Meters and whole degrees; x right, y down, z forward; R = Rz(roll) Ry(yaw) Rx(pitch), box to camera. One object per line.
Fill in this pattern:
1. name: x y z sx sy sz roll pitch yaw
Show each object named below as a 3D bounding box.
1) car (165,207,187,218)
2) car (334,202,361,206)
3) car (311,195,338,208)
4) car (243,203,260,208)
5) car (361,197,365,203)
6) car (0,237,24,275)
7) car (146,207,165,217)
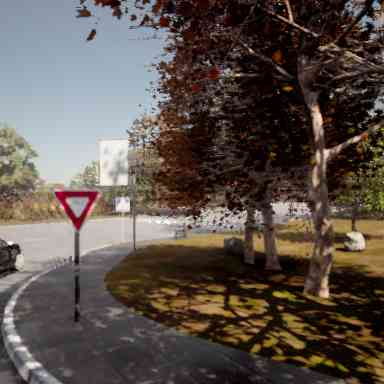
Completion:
1. car: -1.089 2.899 47.916 4.718 1.301 1.895 -2 1 -43
2. car: 26.896 1.880 57.371 4.181 1.385 1.994 -2 1 -42
3. car: 23.621 1.627 59.129 5.566 2.045 2.150 -2 1 -42
4. car: 11.012 2.321 59.143 4.892 1.490 1.837 -2 0 -43
5. car: 33.774 1.536 63.841 4.181 1.385 1.994 -2 1 -43
6. car: -6.784 2.000 10.186 1.882 1.535 5.008 -1 -3 -11
7. car: -4.229 2.925 49.777 5.357 1.411 2.033 -2 1 -43
